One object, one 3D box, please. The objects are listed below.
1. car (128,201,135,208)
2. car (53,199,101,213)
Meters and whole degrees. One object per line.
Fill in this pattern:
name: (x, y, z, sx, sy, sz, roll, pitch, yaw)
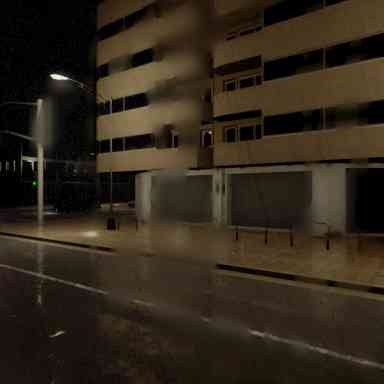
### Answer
car: (-6.755, 1.478, 46.366, 1.882, 1.535, 5.008, 0, 0, 36)
car: (-12.963, 1.547, 37.900, 2.033, 1.411, 5.357, 0, 0, 37)
